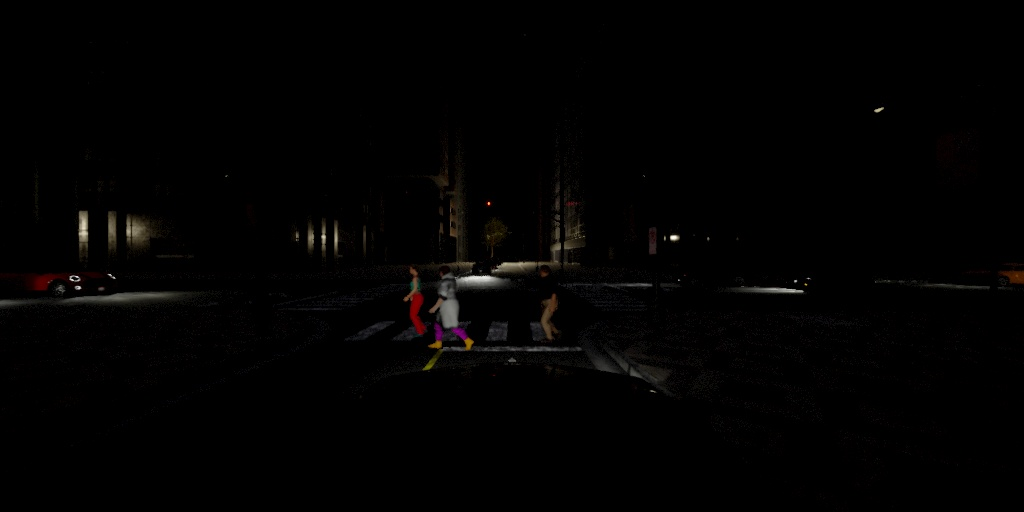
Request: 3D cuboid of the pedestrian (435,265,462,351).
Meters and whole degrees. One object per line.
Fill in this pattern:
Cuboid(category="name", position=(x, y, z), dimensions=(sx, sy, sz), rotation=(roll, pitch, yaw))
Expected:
Cuboid(category="pedestrian", position=(-1.331, 1.042, 7.536), dimensions=(0.375, 1.860, 0.375), rotation=(0, 0, 0))

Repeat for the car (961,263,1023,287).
Cuboid(category="car", position=(34.055, 1.254, 24.584), dimensions=(5.008, 1.535, 1.882), rotation=(0, 0, 0))

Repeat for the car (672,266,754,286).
Cuboid(category="car", position=(13.701, 1.350, 24.666), dimensions=(4.718, 1.301, 1.895), rotation=(0, 0, 0))

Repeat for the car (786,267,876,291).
Cuboid(category="car", position=(18.932, 1.326, 21.397), dimensions=(4.181, 1.385, 1.994), rotation=(0, 0, 0))

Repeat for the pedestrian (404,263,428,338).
Cuboid(category="pedestrian", position=(-2.323, 1.042, 8.737), dimensions=(0.375, 1.860, 0.375), rotation=(0, 0, 0))

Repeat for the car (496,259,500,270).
Cuboid(category="car", position=(-3.141, 1.235, 53.316), dimensions=(1.837, 1.490, 4.892), rotation=(0, 2, 0))

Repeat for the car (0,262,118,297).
Cuboid(category="car", position=(-22.957, 1.085, 18.091), dimensions=(4.553, 1.767, 2.097), rotation=(0, 0, 0))

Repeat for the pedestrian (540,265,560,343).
Cuboid(category="pedestrian", position=(0.828, 1.042, 8.137), dimensions=(0.375, 1.860, 0.375), rotation=(0, 0, 0))

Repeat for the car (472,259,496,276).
Cuboid(category="car", position=(-3.119, 1.231, 38.067), dimensions=(2.128, 1.511, 4.902), rotation=(0, 0, 0))
